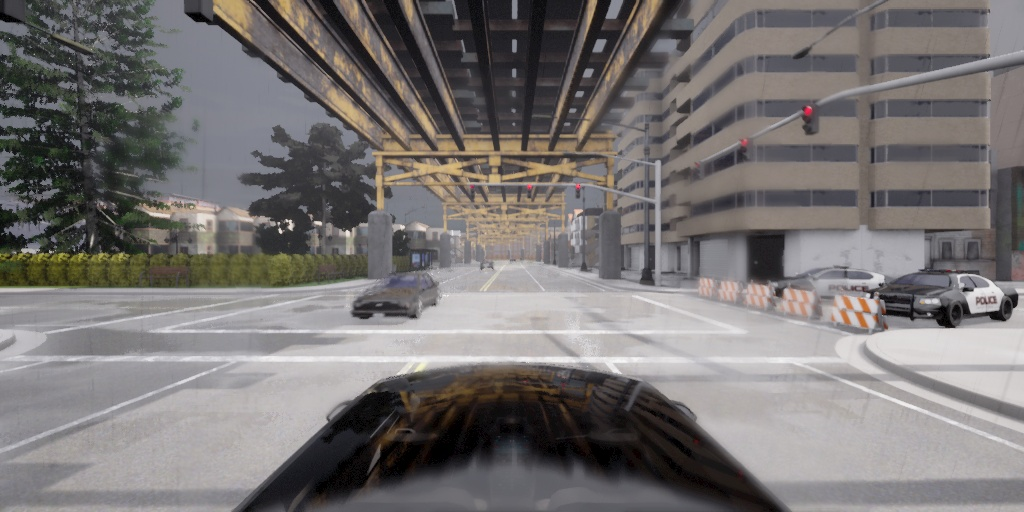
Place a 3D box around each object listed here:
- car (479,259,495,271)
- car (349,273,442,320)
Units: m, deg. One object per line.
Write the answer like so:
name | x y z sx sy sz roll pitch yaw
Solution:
car | -3.365 1.127 48.915 2.128 1.511 4.902 0 0 0
car | -3.825 1.312 12.906 2.033 1.411 5.357 0 0 0
